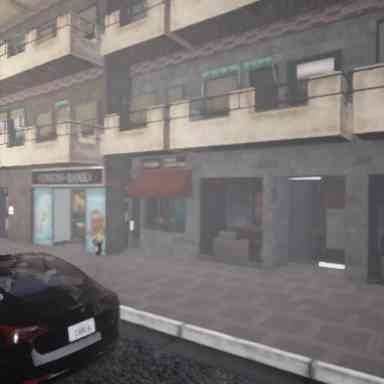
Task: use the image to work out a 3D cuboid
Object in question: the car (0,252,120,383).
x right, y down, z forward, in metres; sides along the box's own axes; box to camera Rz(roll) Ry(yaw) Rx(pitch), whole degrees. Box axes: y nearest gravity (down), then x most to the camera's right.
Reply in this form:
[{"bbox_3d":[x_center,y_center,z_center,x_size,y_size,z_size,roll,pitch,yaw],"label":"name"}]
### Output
[{"bbox_3d":[-2.928,1.591,4.951,4.313,1.339,1.947,0,1,36],"label":"car"}]
